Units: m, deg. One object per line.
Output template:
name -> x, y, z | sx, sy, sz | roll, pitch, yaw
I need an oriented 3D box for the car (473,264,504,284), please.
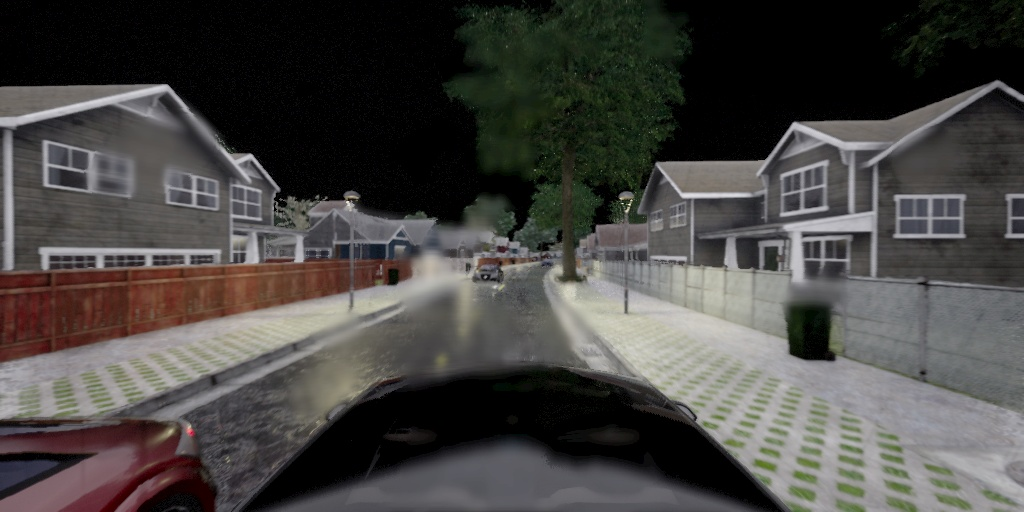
car -> -1.722, 1.323, 27.489 | 1.994, 1.385, 4.181 | 0, 0, 5

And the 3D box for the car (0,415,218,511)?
car -> -2.811, 1.309, 0.489 | 1.994, 1.385, 4.181 | 0, 0, -1
